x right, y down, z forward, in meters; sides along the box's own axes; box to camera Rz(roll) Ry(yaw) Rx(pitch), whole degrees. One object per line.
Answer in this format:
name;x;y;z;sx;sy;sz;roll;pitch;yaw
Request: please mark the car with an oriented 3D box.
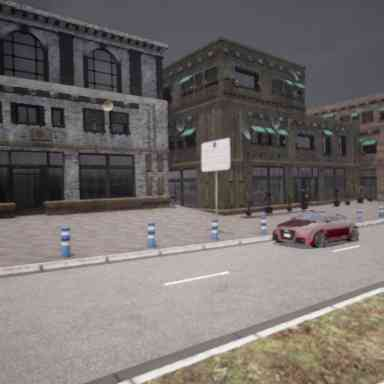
car;5.428;1.529;14.517;4.181;1.385;1.994;-1;0;-36
